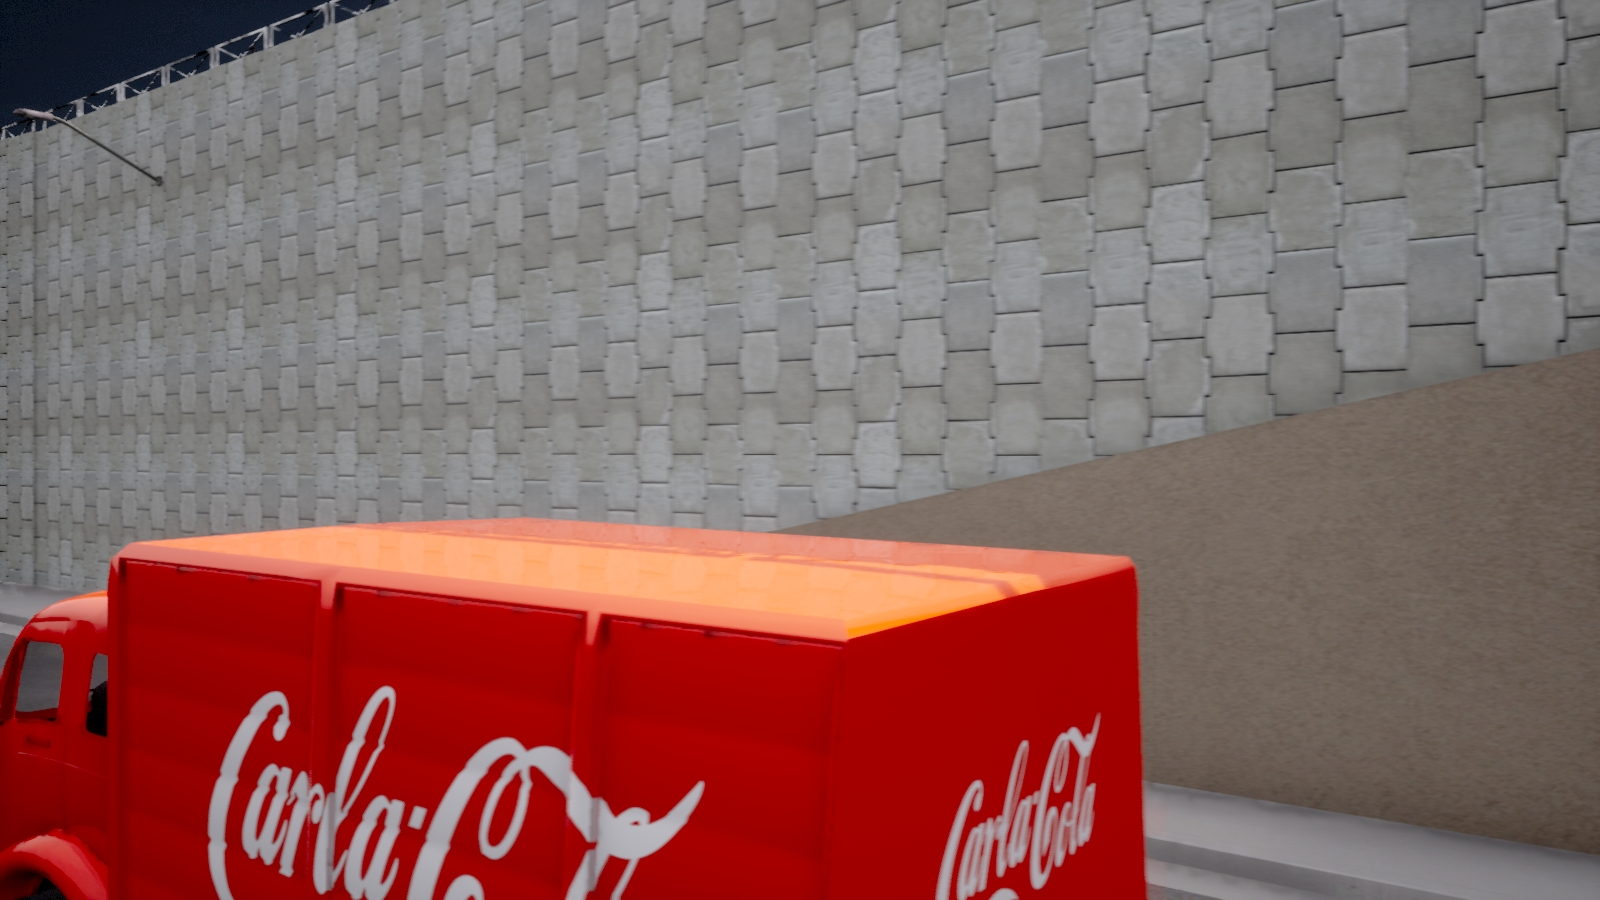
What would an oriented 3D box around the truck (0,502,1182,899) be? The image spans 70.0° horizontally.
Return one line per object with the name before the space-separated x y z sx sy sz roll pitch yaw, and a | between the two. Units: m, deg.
truck | -1.426 1.570 4.784 5.204 2.467 2.627 0 0 35
